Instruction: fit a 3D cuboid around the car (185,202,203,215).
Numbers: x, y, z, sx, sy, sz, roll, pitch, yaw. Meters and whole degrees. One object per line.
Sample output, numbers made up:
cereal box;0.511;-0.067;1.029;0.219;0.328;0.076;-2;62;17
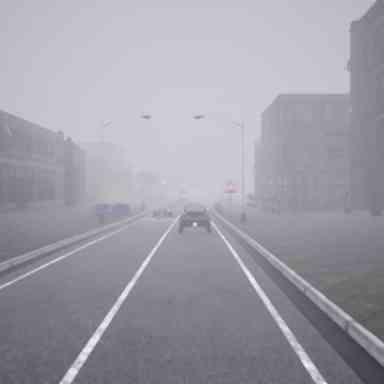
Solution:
car;0.260;1.807;37.932;1.895;1.301;4.718;0;-1;1

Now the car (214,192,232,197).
car;8.547;0.668;91.535;4.674;1.452;2.002;0;2;0

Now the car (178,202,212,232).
car;0.181;1.593;20.821;1.837;1.490;4.892;0;-1;0

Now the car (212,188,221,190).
car;8.491;0.405;94.282;4.553;1.767;2.185;0;2;0

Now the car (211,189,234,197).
car;8.378;0.727;88.776;5.366;1.575;1.946;0;2;0

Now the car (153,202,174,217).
car;-2.866;1.787;33.907;1.812;1.442;4.674;0;0;0
